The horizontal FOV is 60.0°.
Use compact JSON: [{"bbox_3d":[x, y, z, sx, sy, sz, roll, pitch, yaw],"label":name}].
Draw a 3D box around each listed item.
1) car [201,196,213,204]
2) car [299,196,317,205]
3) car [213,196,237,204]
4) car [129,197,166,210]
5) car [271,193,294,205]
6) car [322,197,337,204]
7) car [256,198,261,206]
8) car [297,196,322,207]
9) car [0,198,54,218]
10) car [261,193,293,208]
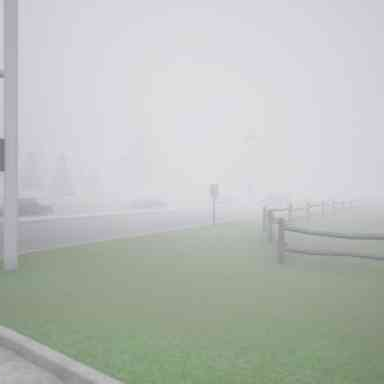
[{"bbox_3d":[3.613,1.509,62.493,2.128,1.511,4.902,0,0,36],"label":"car"},{"bbox_3d":[21.461,1.495,61.337,1.837,1.490,4.892,0,0,36],"label":"car"},{"bbox_3d":[6.411,1.512,60.390,1.837,1.490,4.892,0,0,36],"label":"car"},{"bbox_3d":[-5.569,1.584,43.409,1.895,1.301,4.718,0,0,35],"label":"car"},{"bbox_3d":[16.624,1.209,60.822,2.150,2.045,5.566,0,0,36],"label":"car"},{"bbox_3d":[24.613,1.556,59.718,1.994,1.385,4.181,0,0,36],"label":"car"},{"bbox_3d":[12.125,1.552,54.544,1.994,1.385,4.181,0,0,36],"label":"car"},{"bbox_3d":[17.296,1.469,49.611,1.882,1.535,5.008,0,0,36],"label":"car"},{"bbox_3d":[-15.108,1.531,29.613,2.033,1.411,5.357,0,0,35],"label":"car"},{"bbox_3d":[12.745,1.201,49.262,2.150,2.045,5.566,0,-1,35],"label":"car"}]
